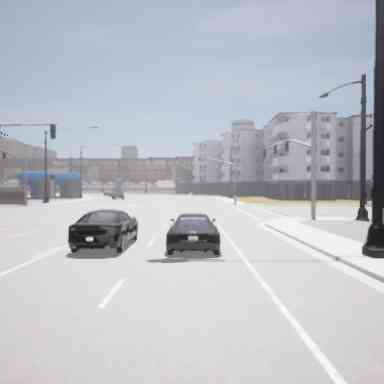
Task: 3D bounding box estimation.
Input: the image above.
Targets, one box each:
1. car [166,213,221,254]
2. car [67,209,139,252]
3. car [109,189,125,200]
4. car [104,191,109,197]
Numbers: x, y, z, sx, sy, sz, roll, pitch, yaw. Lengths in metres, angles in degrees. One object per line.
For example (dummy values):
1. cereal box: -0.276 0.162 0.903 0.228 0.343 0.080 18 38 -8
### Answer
1. car: 0.053 1.533 13.330 1.994 1.385 4.181 0 0 0
2. car: -3.446 1.442 13.719 1.882 1.535 5.008 0 0 0
3. car: -13.863 0.436 62.734 2.150 2.045 5.566 0 1 -8
4. car: -19.068 0.502 77.439 1.895 1.301 4.718 -1 1 -29
